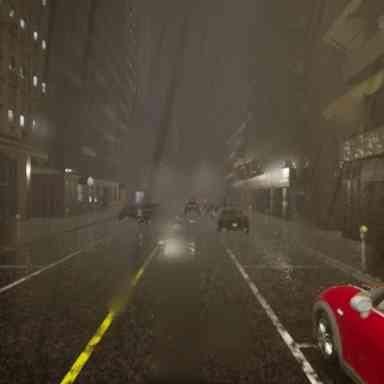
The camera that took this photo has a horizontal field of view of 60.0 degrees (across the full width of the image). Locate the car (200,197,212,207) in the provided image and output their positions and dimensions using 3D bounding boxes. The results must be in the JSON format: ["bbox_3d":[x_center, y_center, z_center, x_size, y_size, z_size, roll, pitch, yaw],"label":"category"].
[{"bbox_3d":[2.668,1.991,65.339,2.192,1.841,5.009,0,-1,0],"label":"car"}]

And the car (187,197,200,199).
[{"bbox_3d":[-0.020,1.811,57.223,2.150,2.045,5.566,0,-1,0],"label":"car"}]

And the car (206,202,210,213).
[{"bbox_3d":[2.680,1.884,31.447,1.947,1.339,4.313,0,-1,0],"label":"car"}]

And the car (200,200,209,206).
[{"bbox_3d":[2.665,2.318,70.984,1.802,1.307,4.206,0,-1,0],"label":"car"}]

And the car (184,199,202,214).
[{"bbox_3d":[0.029,1.936,42.449,1.837,1.490,4.892,0,-1,1],"label":"car"}]

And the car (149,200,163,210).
[{"bbox_3d":[-5.709,2.078,53.867,1.752,1.417,4.829,0,-1,0],"label":"car"}]

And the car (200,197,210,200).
[{"bbox_3d":[2.672,1.996,54.040,1.967,1.590,4.097,0,-1,0],"label":"car"}]

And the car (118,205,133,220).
[{"bbox_3d":[-5.701,1.883,31.443,1.947,1.339,4.313,0,-1,0],"label":"car"}]

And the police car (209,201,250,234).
[{"bbox_3d":[2.359,1.637,20.972,1.930,1.638,5.238,0,-1,0],"label":"police car"}]

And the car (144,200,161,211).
[{"bbox_3d":[-5.707,1.934,48.390,1.967,1.590,4.097,0,-1,0],"label":"car"}]

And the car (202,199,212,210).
[{"bbox_3d":[2.676,1.986,42.744,2.008,1.369,4.403,0,-1,0],"label":"car"}]

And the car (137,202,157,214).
[{"bbox_3d":[-5.704,1.985,42.740,2.008,1.369,4.403,0,-1,0],"label":"car"}]

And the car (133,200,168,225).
[{"bbox_3d":[-3.108,1.623,26.904,2.097,1.767,4.553,0,-1,0],"label":"car"}]

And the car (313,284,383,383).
[{"bbox_3d":[2.690,1.474,3.207,1.967,1.590,4.097,0,-1,0],"label":"car"}]
